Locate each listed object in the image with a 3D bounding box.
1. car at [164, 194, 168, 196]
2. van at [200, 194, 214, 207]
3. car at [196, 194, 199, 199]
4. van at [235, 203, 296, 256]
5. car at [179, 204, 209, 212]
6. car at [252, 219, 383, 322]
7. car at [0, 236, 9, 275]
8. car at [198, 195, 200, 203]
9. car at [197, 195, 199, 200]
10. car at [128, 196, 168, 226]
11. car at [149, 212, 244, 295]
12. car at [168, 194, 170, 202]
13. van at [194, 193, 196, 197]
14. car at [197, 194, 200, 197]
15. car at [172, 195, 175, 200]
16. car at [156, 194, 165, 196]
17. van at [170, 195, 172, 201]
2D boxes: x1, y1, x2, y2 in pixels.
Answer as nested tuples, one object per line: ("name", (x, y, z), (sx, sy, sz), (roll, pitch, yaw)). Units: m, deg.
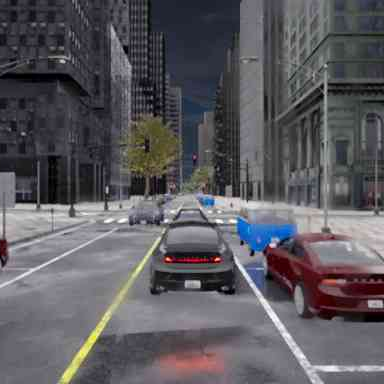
("car", (-6.071, 1.334, 61.154), (2.192, 1.841, 5.009), (0, 0, 0))
("van", (2.508, 1.352, 50.726), (1.690, 1.788, 3.998), (0, 0, 0))
("car", (2.396, 1.580, 72.379), (2.008, 1.369, 4.403), (0, 0, 0))
("van", (2.716, 1.339, 12.742), (1.690, 1.788, 3.998), (0, 0, 0))
("car", (-0.080, 1.563, 17.670), (1.994, 1.385, 4.181), (0, 0, 0))
("car", (2.743, 1.543, 7.217), (1.887, 1.381, 4.507), (0, 0, 0))
("car", (-5.812, 1.543, 7.192), (1.887, 1.381, 4.507), (0, 0, 0))
("car", (2.479, 1.581, 56.139), (1.947, 1.339, 4.313), (0, 0, 0))
("car", (2.451, 1.564, 61.552), (1.887, 1.381, 4.507), (0, 0, 0))
("car", (-3.119, 1.351, 23.531), (2.097, 1.767, 4.553), (0, 0, 0))
("car", (0.019, 1.503, 8.723), (1.837, 1.490, 4.892), (0, 0, 0))
("car", (-6.099, 1.575, 66.443), (2.008, 1.369, 4.403), (0, 0, 0))
("van", (2.285, 1.397, 94.032), (1.690, 1.788, 3.998), (0, 0, 0))
("car", (2.423, 1.606, 66.966), (1.802, 1.307, 4.206), (0, 0, 0))
("car", (-6.207, 1.614, 87.597), (1.947, 1.339, 4.313), (0, 0, 0))
("car", (-6.045, 1.560, 55.865), (1.887, 1.381, 4.507), (0, 0, 0))
("van", (-6.153, 1.376, 77.020), (1.690, 1.788, 3.998), (0, 0, 0))
